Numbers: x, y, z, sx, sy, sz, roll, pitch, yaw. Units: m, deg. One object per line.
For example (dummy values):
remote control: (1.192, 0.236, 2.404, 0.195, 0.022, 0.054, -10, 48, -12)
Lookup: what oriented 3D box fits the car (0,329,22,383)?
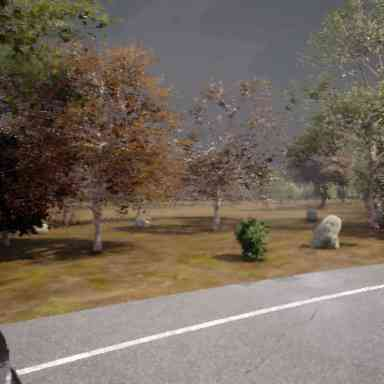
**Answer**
car: (-3.248, 1.457, 1.068, 4.902, 1.511, 2.128, 0, 0, -36)
